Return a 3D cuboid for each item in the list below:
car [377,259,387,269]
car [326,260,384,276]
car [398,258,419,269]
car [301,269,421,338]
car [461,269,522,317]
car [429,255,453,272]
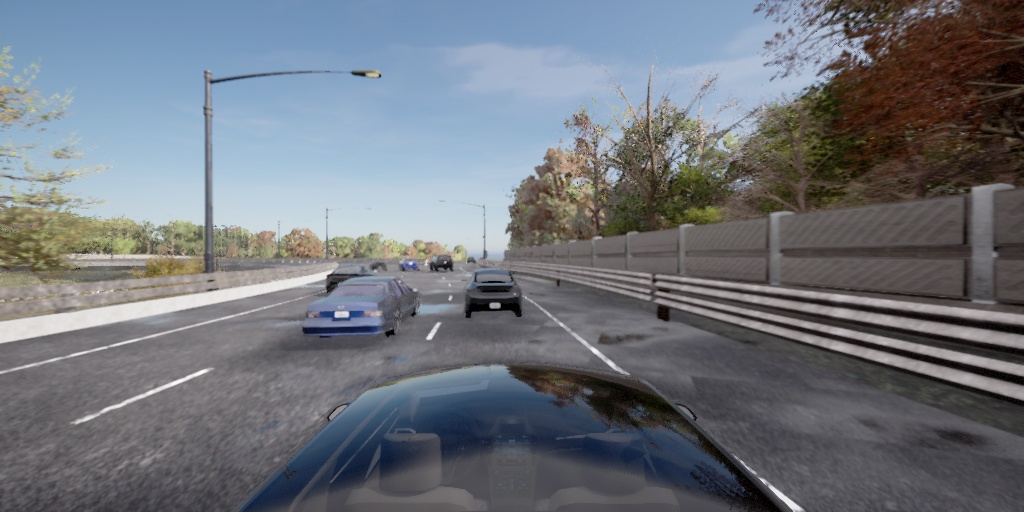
[{"bbox_3d":[-17.747,1.185,47.451,1.837,1.490,4.892,0,0,-25],"label":"car"},{"bbox_3d":[-8.796,1.207,20.138,1.882,1.535,5.008,0,0,-10],"label":"car"},{"bbox_3d":[-13.423,1.017,46.403,2.097,1.767,4.553,0,0,-24],"label":"car"},{"bbox_3d":[-3.875,1.287,10.155,2.033,1.411,5.357,0,0,-5],"label":"car"},{"bbox_3d":[-0.755,1.222,13.057,1.837,1.490,4.892,0,0,-6],"label":"car"},{"bbox_3d":[-8.894,0.872,44.927,2.150,2.045,5.566,0,0,-22],"label":"car"}]
